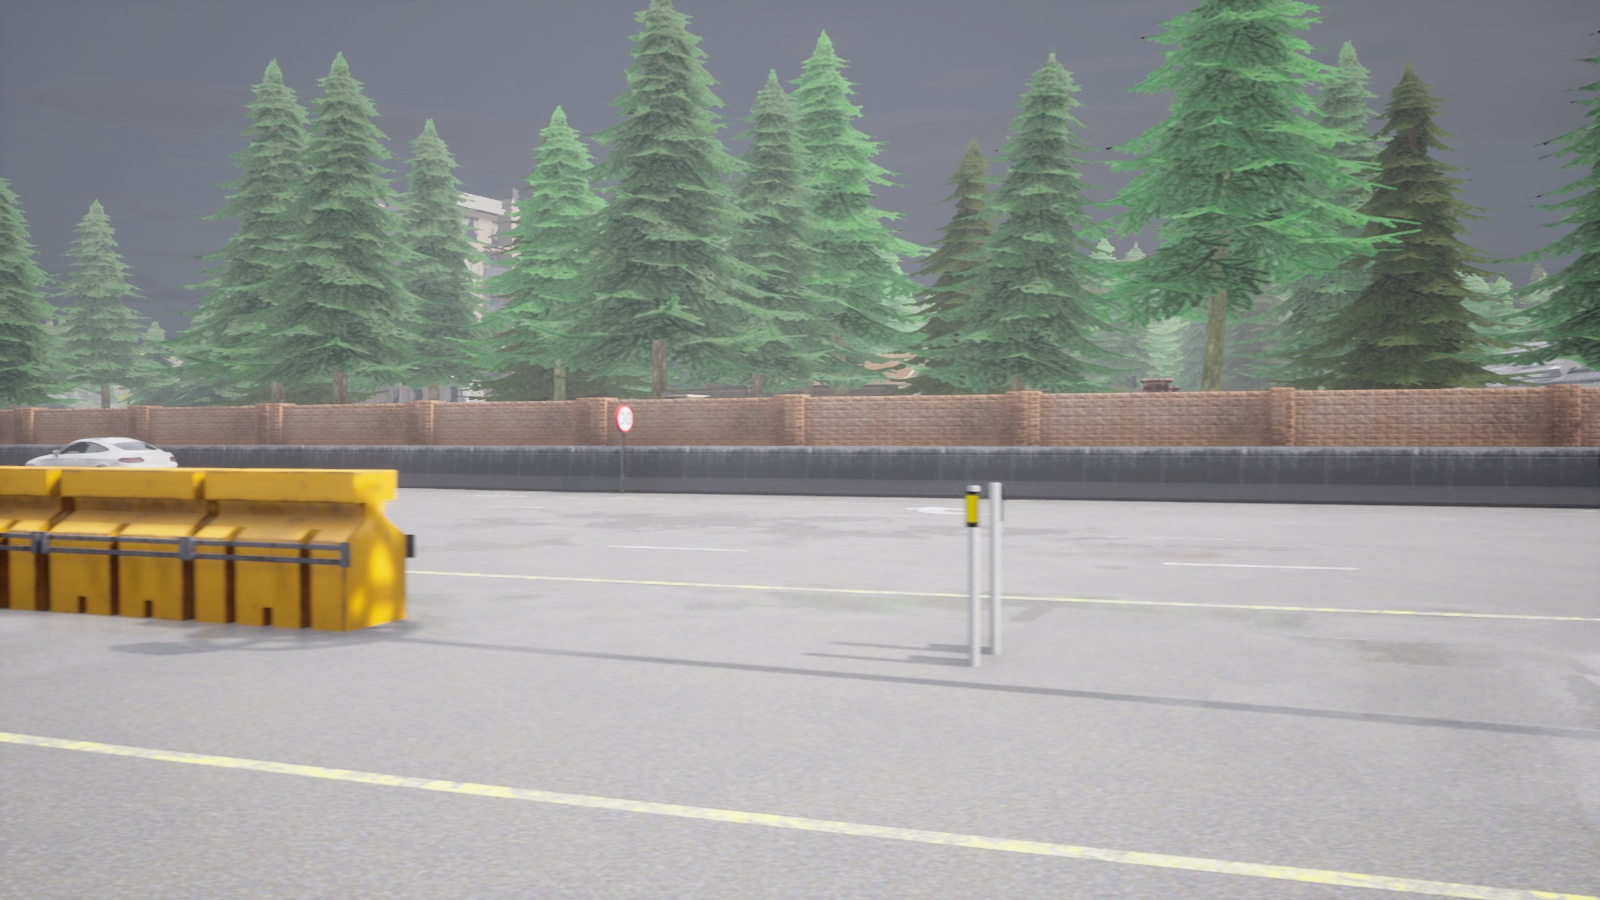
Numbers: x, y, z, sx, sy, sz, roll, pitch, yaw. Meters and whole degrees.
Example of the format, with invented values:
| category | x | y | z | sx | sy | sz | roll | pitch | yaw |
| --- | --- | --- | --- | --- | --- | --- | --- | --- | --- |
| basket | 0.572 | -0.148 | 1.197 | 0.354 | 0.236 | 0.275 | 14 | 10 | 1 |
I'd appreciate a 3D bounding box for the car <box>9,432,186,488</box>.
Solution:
| category | x | y | z | sx | sy | sz | roll | pitch | yaw |
| --- | --- | --- | --- | --- | --- | --- | --- | --- | --- |
| car | -19.118 | 0.235 | 34.165 | 4.674 | 1.442 | 1.812 | 1 | 1 | 25 |
